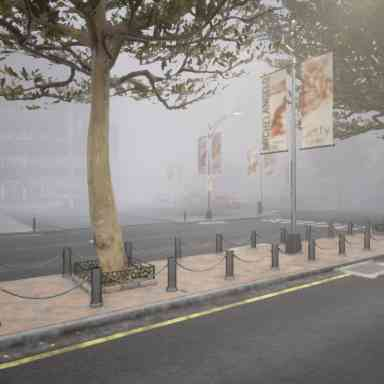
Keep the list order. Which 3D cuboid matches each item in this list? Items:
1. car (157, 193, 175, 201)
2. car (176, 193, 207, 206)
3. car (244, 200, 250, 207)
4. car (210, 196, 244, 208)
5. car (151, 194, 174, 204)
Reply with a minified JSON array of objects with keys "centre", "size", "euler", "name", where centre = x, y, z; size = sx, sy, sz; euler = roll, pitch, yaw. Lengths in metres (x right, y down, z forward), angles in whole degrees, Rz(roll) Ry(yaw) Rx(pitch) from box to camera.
[{"centre":[-5.085,1.221,67.868],"size":[5.566,2.045,2.150],"euler":[0,0,45],"name":"car"},{"centre":[-0.178,1.352,55.955],"size":[2.097,1.767,4.553],"euler":[0,0,-36],"name":"car"},{"centre":[6.980,1.526,52.017],"size":[1.812,1.442,4.674],"euler":[0,0,-36],"name":"car"},{"centre":[4.916,1.352,48.874],"size":[2.097,1.767,4.553],"euler":[0,0,-35],"name":"car"},{"centre":[-6.081,1.564,63.566],"size":[1.994,1.385,4.181],"euler":[0,0,-42],"name":"car"}]
